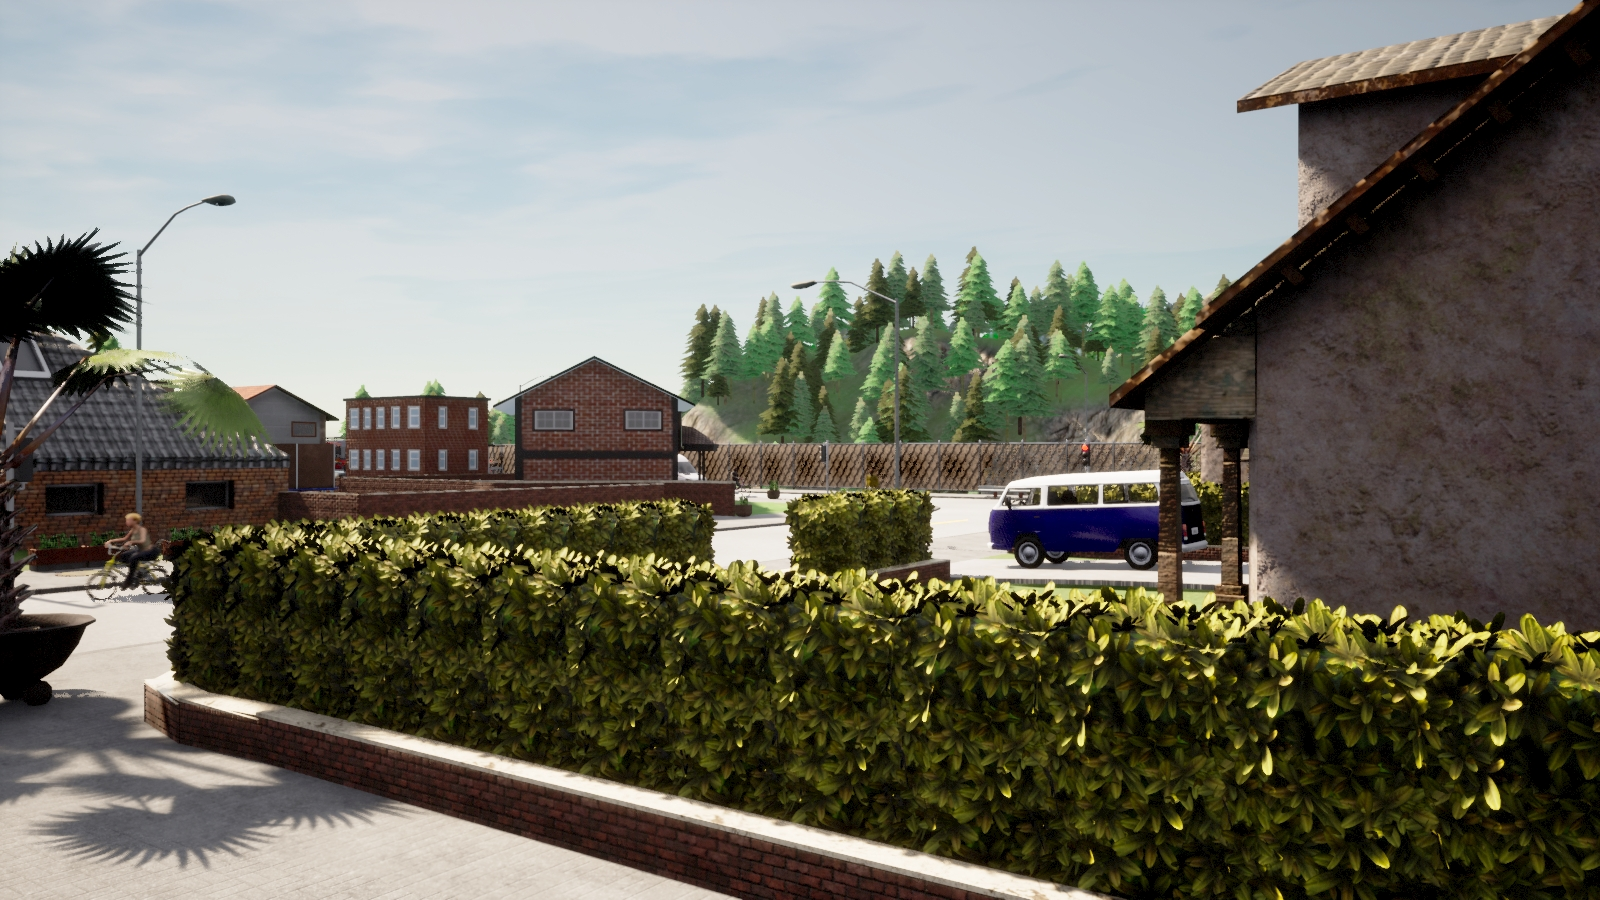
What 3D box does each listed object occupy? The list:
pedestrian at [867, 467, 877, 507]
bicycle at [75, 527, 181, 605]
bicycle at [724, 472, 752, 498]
[{"bbox_3d":[3.363,1.734,53.474,0.375,1.860,0.375,0,0,17],"label":"pedestrian"},{"bbox_3d":[-12.607,2.149,21.471,0.859,1.276,1.487,0,0,35],"label":"bicycle"},{"bbox_3d":[-3.643,2.044,67.431,1.835,1.471,0.329,0,0,35],"label":"bicycle"}]
